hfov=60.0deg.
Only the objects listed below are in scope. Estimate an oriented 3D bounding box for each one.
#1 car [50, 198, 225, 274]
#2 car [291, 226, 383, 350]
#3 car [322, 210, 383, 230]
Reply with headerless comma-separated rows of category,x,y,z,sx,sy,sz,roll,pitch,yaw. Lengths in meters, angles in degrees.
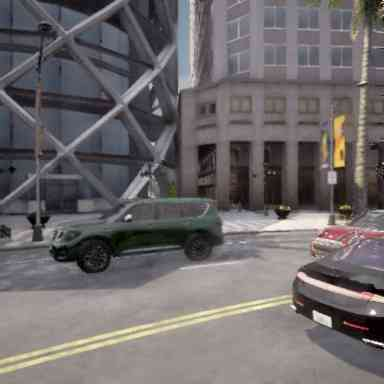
car,-1.587,1.216,10.819,5.566,2.045,2.150,0,0,-28
car,3.923,1.485,5.498,4.902,1.511,2.128,0,0,-26
car,5.985,1.342,10.272,4.553,1.767,2.097,0,0,-17
